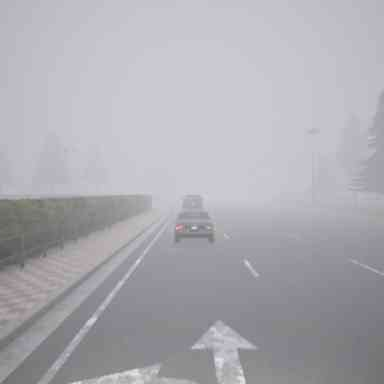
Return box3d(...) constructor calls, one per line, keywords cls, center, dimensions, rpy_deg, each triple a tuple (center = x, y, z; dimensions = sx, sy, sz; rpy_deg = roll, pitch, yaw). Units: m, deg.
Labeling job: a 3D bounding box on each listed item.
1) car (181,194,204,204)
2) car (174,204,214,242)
box3d(cls="car", center=(0.073, 1.256, 35.607), dimensions=(2.150, 2.045, 5.566), rpy_deg=(0, 0, -1))
box3d(cls="car", center=(0.097, 1.564, 16.562), dimensions=(2.033, 1.411, 5.357), rpy_deg=(0, 0, 0))
